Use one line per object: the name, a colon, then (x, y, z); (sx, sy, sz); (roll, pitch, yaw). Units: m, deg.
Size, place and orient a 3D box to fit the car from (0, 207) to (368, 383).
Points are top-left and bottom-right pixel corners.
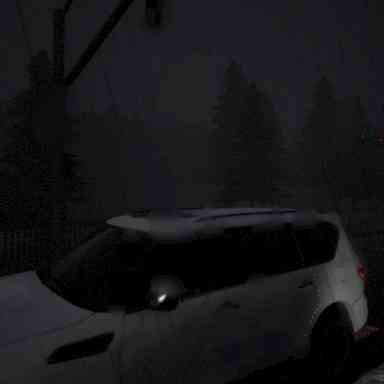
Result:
car: (-0.188, 1.235, 3.858); (5.566, 2.045, 2.150); (0, 0, -35)
